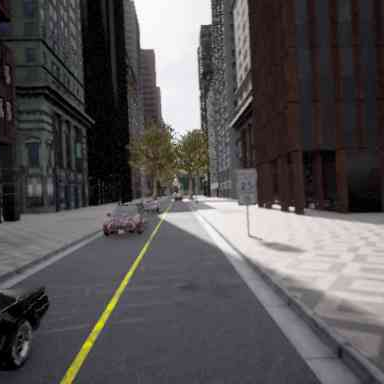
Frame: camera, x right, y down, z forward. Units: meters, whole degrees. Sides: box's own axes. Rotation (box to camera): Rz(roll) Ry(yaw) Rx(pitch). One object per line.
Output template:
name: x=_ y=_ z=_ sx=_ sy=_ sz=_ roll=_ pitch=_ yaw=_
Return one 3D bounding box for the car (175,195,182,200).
car: x=-3.767 y=1.539 z=92.493 sx=1.994 sy=1.385 sz=4.181 roll=-3 pitch=0 yaw=-2

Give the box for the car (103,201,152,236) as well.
car: x=-3.819 y=1.513 z=19.686 sx=2.097 sy=1.767 sz=4.553 roll=-3 pitch=0 yaw=-2

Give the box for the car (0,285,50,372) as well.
car: x=-3.118 y=1.741 z=3.082 sx=1.895 sy=1.301 sz=4.718 roll=-3 pitch=0 yaw=-3

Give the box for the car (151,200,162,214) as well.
car: x=-4.457 y=1.734 z=37.411 sx=1.837 sy=1.490 sz=4.892 roll=-3 pitch=0 yaw=-2

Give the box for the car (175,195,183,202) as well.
car: x=-3.328 y=1.570 z=82.048 sx=1.882 sy=1.535 sz=5.008 roll=-3 pitch=0 yaw=-2
